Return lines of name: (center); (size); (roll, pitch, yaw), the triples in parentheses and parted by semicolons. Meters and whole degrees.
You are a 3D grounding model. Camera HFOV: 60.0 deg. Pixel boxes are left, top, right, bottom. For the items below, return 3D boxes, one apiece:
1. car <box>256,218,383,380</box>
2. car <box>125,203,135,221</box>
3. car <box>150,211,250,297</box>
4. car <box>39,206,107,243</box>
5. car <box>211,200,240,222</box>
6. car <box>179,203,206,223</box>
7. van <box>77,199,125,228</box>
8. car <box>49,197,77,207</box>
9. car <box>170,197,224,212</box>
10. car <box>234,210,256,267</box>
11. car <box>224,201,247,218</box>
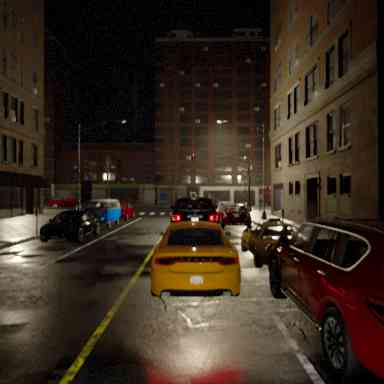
car: (2.678, 1.320, 5.411); (2.192, 1.841, 5.009); (1, 0, 0)
car: (-5.844, 1.587, 27.346); (1.887, 1.381, 4.507); (1, 0, 0)
car: (0.053, 1.488, 8.647); (1.882, 1.535, 5.008); (0, 0, -1)
car: (-5.847, 1.588, 16.381); (1.947, 1.339, 4.313); (1, 0, 0)
car: (2.682, 1.482, 27.343); (1.967, 1.590, 4.097); (1, 0, 0)
car: (0.088, 1.605, 26.771); (1.994, 1.385, 4.181); (0, 0, 1)
van: (-5.843, 1.373, 21.864); (1.690, 1.788, 3.998); (1, 0, 0)
car: (-15.978, 1.417, 43.495); (5.008, 1.535, 1.882); (1, -1, 0)
car: (0.107, 1.244, 16.302); (2.150, 2.045, 5.566); (0, 0, 0)
car: (2.677, 1.539, 11.064); (1.752, 1.417, 4.829); (1, 0, 0)
car: (2.681, 1.472, 21.860); (1.967, 1.590, 4.097); (1, 0, 0)
